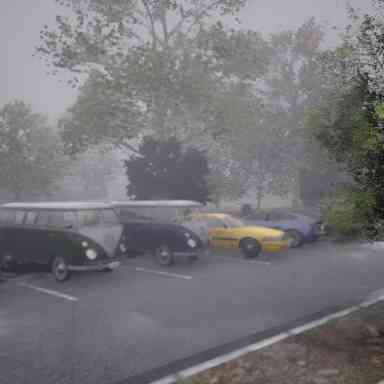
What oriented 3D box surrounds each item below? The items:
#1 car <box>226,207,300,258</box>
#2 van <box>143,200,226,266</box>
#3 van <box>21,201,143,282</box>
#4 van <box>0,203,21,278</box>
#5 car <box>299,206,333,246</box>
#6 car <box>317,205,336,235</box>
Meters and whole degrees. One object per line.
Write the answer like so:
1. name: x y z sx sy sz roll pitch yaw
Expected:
1. car: 1.138 1.493 12.984 5.366 1.575 1.946 -1 -1 35
2. van: -1.343 1.273 11.299 4.442 1.987 1.878 -1 -1 34
3. van: -3.767 1.275 9.568 4.442 1.987 1.878 -1 -1 35
4. van: -6.190 1.277 7.838 4.442 1.987 1.878 -1 -1 35
5. car: 3.379 1.526 14.831 4.792 1.488 2.163 -1 -1 34
6. car: 5.854 1.523 16.533 4.792 1.488 2.163 -1 -1 34
